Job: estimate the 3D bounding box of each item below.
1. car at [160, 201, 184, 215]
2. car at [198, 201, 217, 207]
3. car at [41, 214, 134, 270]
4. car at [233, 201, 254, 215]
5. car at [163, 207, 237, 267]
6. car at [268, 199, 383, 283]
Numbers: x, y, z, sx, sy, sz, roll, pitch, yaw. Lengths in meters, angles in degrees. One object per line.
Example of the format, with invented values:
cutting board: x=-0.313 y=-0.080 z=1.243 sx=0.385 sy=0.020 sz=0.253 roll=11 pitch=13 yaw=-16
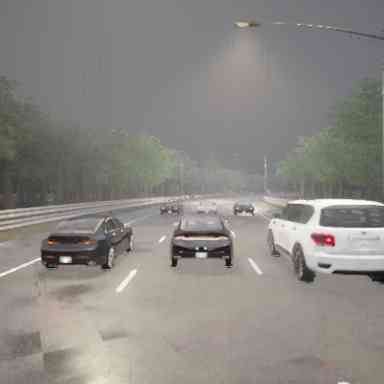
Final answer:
car: x=-1.907 y=1.569 z=33.497 sx=1.895 sy=1.301 sz=4.718 roll=0 pitch=0 yaw=5
car: x=1.604 y=1.573 z=33.478 sx=1.895 sy=1.301 sz=4.718 roll=0 pitch=0 yaw=5
car: x=-3.186 y=1.492 z=10.985 sx=1.837 sy=1.490 sz=4.892 roll=0 pitch=0 yaw=2
car: x=5.119 y=1.577 z=33.513 sx=1.895 sy=1.301 sz=4.718 roll=0 pitch=0 yaw=5
car: x=0.325 y=1.482 z=11.388 sx=2.128 sy=1.511 sz=4.902 roll=0 pitch=0 yaw=2
car: x=3.771 y=1.217 z=9.835 sx=2.150 sy=2.045 sz=5.566 roll=0 pitch=0 yaw=2
